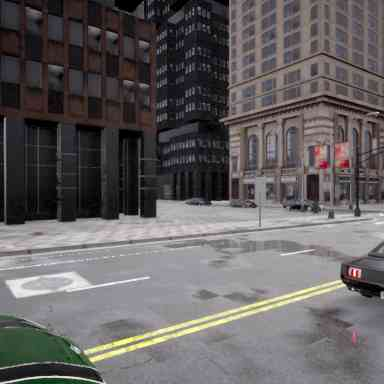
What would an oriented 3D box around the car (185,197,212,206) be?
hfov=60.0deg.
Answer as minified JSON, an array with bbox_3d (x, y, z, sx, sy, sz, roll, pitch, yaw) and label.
[{"bbox_3d":[1.005,1.597,54.820,2.033,1.411,5.357,0,0,-36],"label":"car"}]

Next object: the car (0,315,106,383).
[{"bbox_3d":[-2.627,1.352,1.563,4.553,1.767,2.097,0,0,-36],"label":"car"}]

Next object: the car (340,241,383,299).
[{"bbox_3d":[5.363,1.600,7.265,4.718,1.301,1.895,0,0,-35],"label":"car"}]

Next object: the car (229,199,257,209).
[{"bbox_3d":[7.069,1.600,46.225,1.994,1.385,4.181,0,0,-36],"label":"car"}]

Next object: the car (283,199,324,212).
[{"bbox_3d":[12.734,1.517,38.223,2.128,1.511,4.902,0,0,-35],"label":"car"}]
